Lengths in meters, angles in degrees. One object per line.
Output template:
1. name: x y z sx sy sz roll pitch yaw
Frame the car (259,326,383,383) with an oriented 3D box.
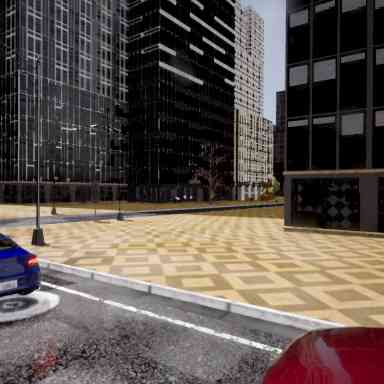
1. car: 2.419 1.564 1.950 4.181 1.385 1.994 0 0 35

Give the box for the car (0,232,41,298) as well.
1. car: -5.179 1.523 7.384 4.674 1.442 1.812 0 0 36
